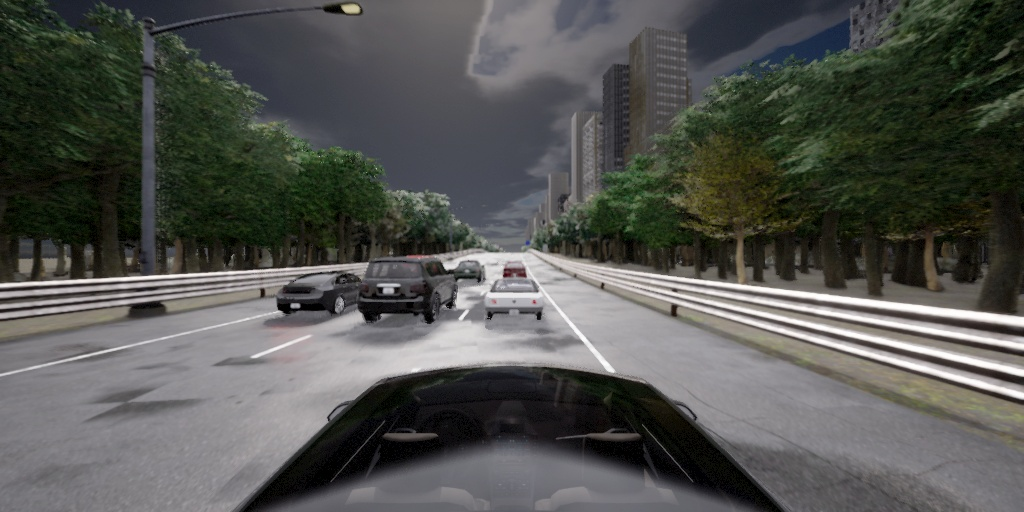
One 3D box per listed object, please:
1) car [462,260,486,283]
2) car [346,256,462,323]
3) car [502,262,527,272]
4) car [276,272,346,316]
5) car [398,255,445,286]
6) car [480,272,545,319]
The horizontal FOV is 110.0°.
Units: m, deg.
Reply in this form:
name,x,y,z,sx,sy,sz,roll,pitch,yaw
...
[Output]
name,x,y,z,sx,sy,sz,roll,pitch,yaw
car,-3.294,1.096,28.669,2.097,1.767,4.553,0,1,1
car,-3.405,1.055,12.695,2.150,2.045,5.566,0,0,1
car,0.224,1.205,29.881,1.882,1.535,5.008,0,1,1
car,-6.887,1.339,13.880,1.837,1.490,4.892,0,0,1
car,-6.808,0.979,27.699,2.150,2.045,5.566,0,1,1
car,0.102,1.434,13.184,1.895,1.301,4.718,0,0,1
